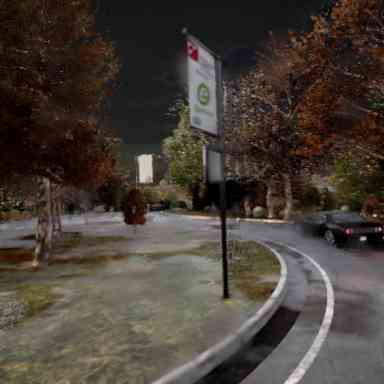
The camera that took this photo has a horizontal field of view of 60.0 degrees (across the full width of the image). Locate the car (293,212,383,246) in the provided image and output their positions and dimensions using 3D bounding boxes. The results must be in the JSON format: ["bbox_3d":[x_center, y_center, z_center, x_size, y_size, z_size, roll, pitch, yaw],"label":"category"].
[{"bbox_3d":[6.399,1.543,15.171,1.895,1.301,4.718,-2,0,-7],"label":"car"}]

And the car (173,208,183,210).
[{"bbox_3d":[-3.957,4.578,82.413,1.895,1.301,4.718,-2,-5,5],"label":"car"}]

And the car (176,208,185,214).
[{"bbox_3d":[-3.120,5.194,92.400,1.812,1.442,4.674,-2,-5,6],"label":"car"}]

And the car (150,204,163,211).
[{"bbox_3d":[-8.062,3.723,75.293,2.150,2.045,5.566,-2,-5,5],"label":"car"}]
